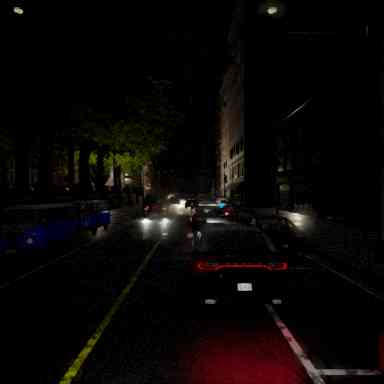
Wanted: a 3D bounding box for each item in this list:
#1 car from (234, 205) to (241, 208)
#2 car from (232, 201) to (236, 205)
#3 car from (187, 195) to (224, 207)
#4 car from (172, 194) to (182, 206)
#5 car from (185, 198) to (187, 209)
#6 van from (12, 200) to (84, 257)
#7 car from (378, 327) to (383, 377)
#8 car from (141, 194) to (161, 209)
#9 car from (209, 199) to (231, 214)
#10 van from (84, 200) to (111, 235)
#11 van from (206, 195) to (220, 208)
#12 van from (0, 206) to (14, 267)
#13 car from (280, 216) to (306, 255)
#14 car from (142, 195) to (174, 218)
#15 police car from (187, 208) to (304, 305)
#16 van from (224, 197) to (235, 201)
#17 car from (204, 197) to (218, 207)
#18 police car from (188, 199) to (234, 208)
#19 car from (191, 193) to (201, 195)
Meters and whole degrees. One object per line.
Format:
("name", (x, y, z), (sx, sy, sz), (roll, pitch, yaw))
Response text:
("car", (2.863, 1.575, 18.206), (1.802, 1.307, 4.206), (0, 0, 0))
("car", (2.865, 1.570, 23.866), (1.802, 1.307, 4.206), (0, 0, 0))
("car", (0.909, 1.339, 24.148), (2.097, 1.767, 4.553), (0, 0, 0))
("car", (-2.980, 1.472, 54.887), (1.812, 1.442, 4.674), (0, 0, 0))
("car", (0.032, 1.527, 45.330), (1.994, 1.385, 4.181), (0, 0, 0))
("van", (-5.665, 1.338, 12.523), (1.690, 1.788, 3.998), (0, 0, 0))
("car", (2.856, 1.315, 1.224), (2.192, 1.841, 5.009), (0, 0, 0))
("car", (-5.652, 1.276, 46.471), (2.192, 1.841, 5.009), (0, 0, 0))
("car", (2.869, 1.521, 35.187), (1.887, 1.381, 4.507), (0, 0, 0))
("van", (-5.663, 1.334, 18.181), (1.690, 1.788, 3.998), (0, 0, 0))
("van", (2.873, 1.302, 46.508), (1.690, 1.788, 3.998), (0, 0, 0))
("van", (-5.667, 1.340, 6.865), (1.690, 1.788, 3.998), (0, 0, 0))
("car", (2.861, 1.541, 12.545), (1.887, 1.381, 4.507), (0, 0, 0))
("car", (-3.088, 1.334, 30.040), (2.097, 1.767, 4.553), (0, 0, 0))
("police car", (0.904, 1.423, 8.289), (1.930, 1.638, 5.238), (0, 0, 0))
("van", (2.866, 1.324, 29.526), (1.690, 1.788, 3.998), (0, 0, 0))
("car", (2.875, 1.517, 52.169), (1.947, 1.339, 4.313), (0, 0, 0))
("police car", (0.908, 1.418, 18.288), (1.930, 1.638, 5.238), (0, 0, 0))
("car", (0.021, 1.431, 58.733), (2.128, 1.511, 4.902), (0, 0, 0))
